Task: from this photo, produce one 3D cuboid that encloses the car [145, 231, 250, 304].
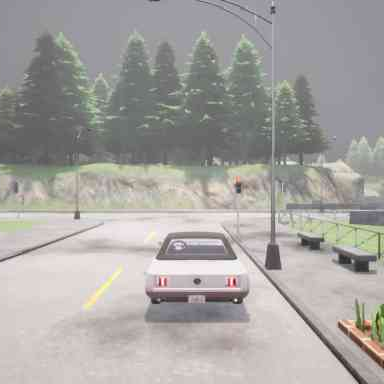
[{"bbox_3d":[0.095,1.601,8.086,1.895,1.301,4.718,0,0,0],"label":"car"}]
